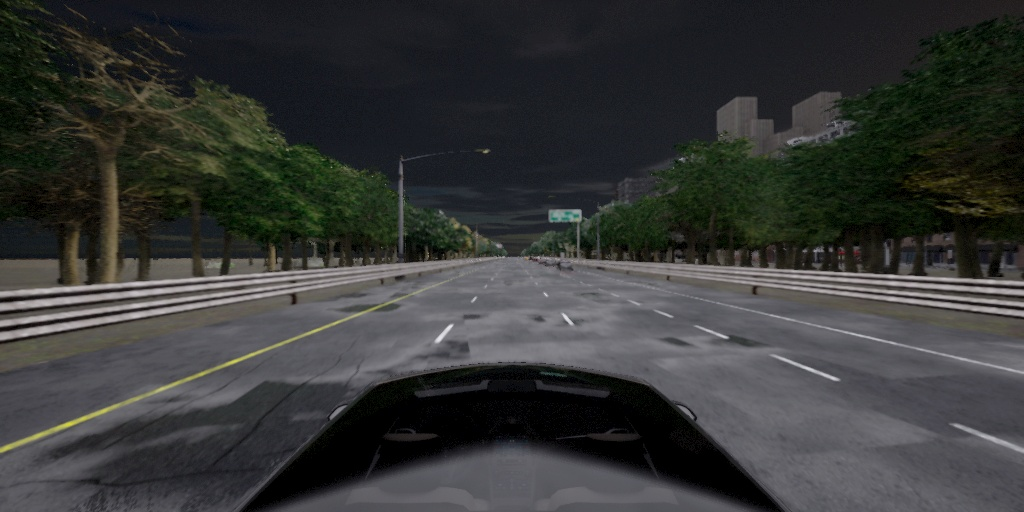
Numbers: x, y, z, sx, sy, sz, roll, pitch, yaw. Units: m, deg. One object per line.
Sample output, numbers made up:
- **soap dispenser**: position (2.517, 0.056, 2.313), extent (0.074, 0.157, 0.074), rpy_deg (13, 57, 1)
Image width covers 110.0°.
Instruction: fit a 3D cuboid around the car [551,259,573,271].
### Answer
- **car**: position (7.108, 1.249, 49.247), extent (2.128, 1.511, 4.902), rpy_deg (0, 0, 0)
